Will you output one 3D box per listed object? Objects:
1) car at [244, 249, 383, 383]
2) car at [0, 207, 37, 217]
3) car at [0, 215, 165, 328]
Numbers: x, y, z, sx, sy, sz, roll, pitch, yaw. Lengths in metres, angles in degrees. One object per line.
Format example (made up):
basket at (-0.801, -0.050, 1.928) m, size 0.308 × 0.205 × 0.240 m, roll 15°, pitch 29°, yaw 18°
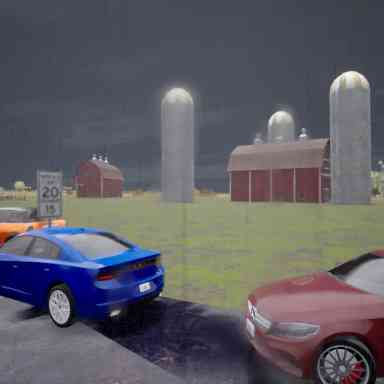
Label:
car at (3.080, 1.557, 4.636) m, size 4.674 × 1.442 × 1.812 m, roll 1°, pitch 0°, yaw -7°
car at (-6.953, 1.364, 12.801) m, size 4.553 × 1.767 × 2.097 m, roll 0°, pitch 0°, yaw 25°
car at (-2.892, 1.480, 7.054) m, size 5.008 × 1.535 × 1.882 m, roll 0°, pitch 0°, yaw 33°
